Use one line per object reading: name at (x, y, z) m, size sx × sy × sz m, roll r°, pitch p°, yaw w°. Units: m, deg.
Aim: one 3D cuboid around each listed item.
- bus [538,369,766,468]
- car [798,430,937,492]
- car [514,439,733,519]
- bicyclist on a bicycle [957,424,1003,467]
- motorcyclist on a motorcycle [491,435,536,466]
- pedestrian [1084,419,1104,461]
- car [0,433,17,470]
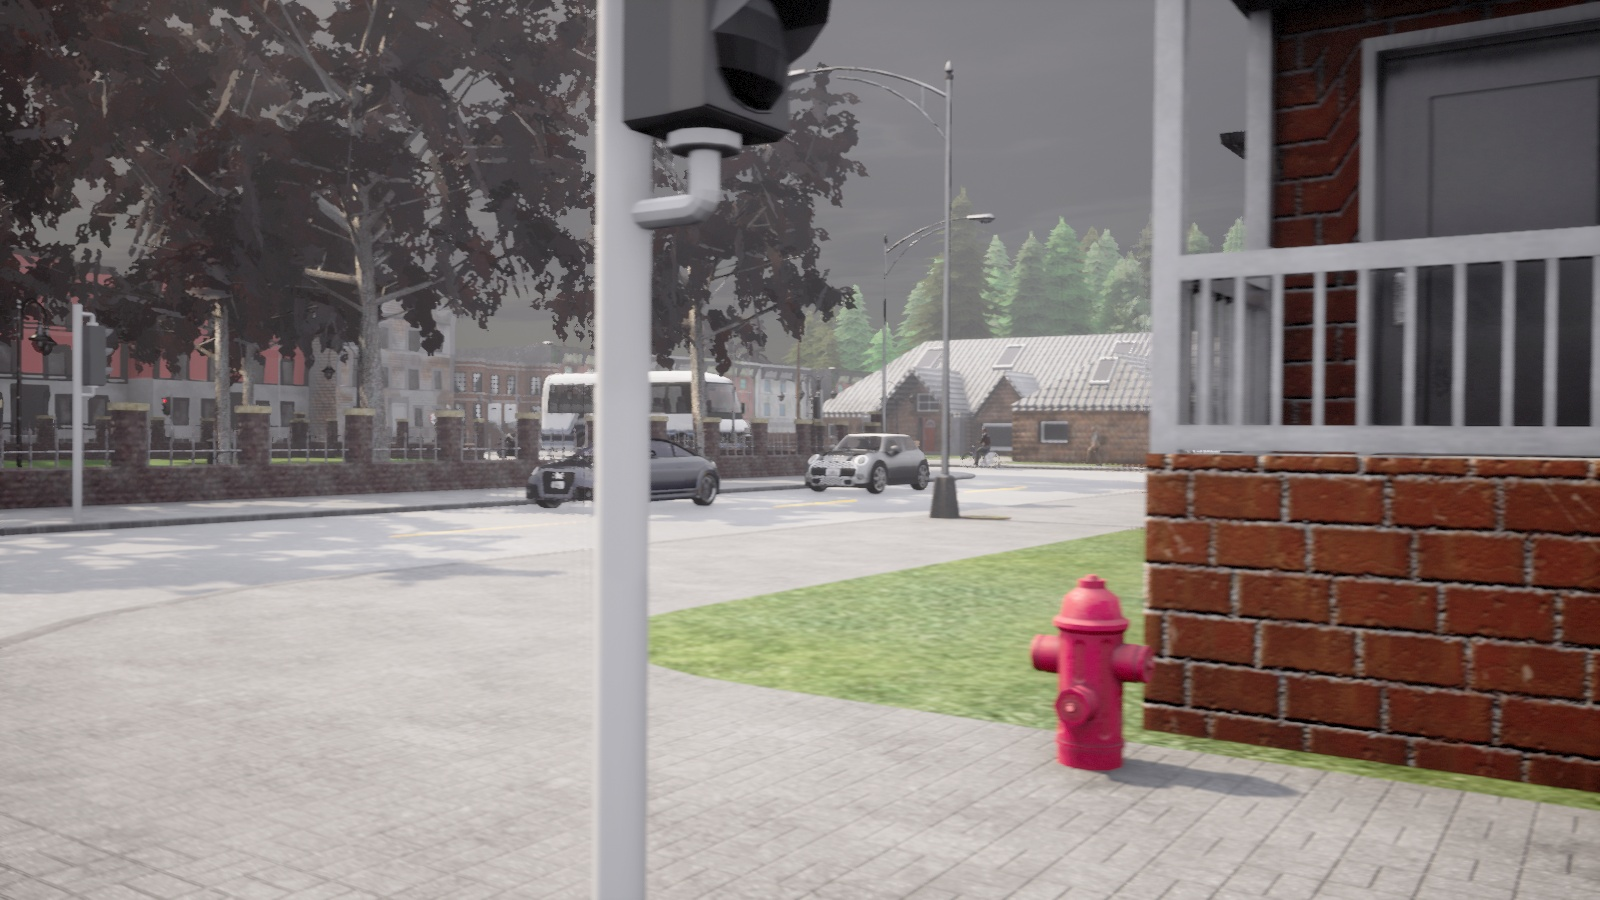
bus at (-6.948, -1.375, 58.209) m, size 10.273 × 4.253 × 3.944 m, roll 0°, pitch 1°, yaw 32°
car at (1.785, 0.244, 32.061) m, size 1.970 × 1.475 × 3.806 m, roll 0°, pitch 1°, yaw 31°
car at (-3.310, 0.494, 24.357) m, size 1.994 × 1.385 × 4.181 m, roll 0°, pitch 1°, yaw 31°
bicyclist on a bicycle at (7.652, -0.194, 53.317) m, size 1.843 × 1.776 × 0.659 m, roll 0°, pitch 2°, yaw 38°
motorcyclist on a motorcycle at (-14.413, 0.037, 63.198) m, size 2.191 × 1.530 × 0.866 m, roll 0°, pitch 1°, yaw 31°
pedestrian at (13.124, -0.441, 56.018) m, size 0.694 × 1.848 × 0.540 m, roll 0°, pitch 1°, yaw 33°
car at (-37.409, 0.105, 54.772) m, size 2.152 × 1.651 × 5.027 m, roll 0°, pitch 1°, yaw 34°
